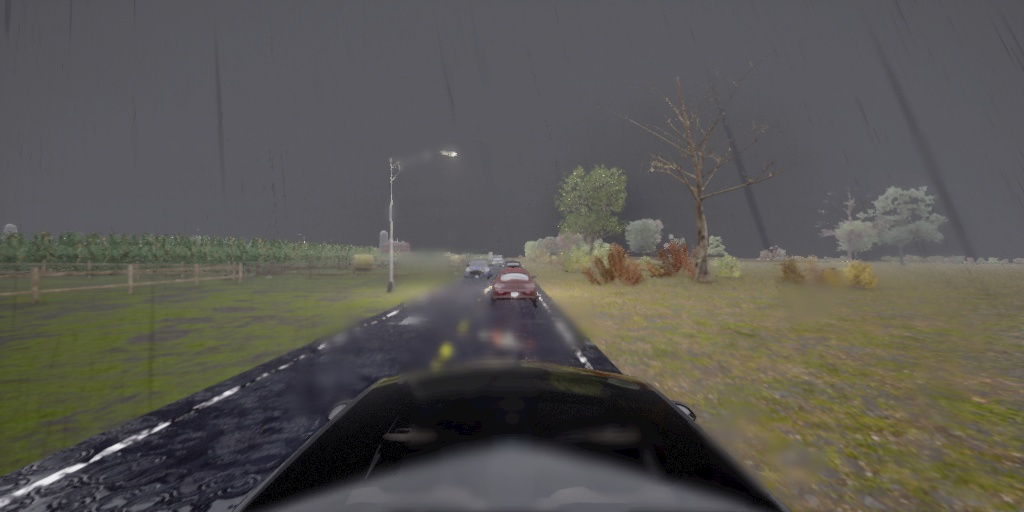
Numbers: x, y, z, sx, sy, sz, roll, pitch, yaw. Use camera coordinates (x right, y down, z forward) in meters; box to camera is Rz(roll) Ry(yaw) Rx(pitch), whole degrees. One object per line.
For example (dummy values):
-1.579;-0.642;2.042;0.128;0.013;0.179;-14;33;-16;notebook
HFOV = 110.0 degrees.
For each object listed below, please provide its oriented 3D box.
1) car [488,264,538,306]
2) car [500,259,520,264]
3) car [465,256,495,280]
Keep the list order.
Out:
0.102;1.271;15.678;1.812;1.442;4.674;0;0;0;car
0.105;1.255;33.954;1.837;1.490;4.892;0;0;0;car
-2.840;1.100;31.343;2.097;1.767;4.553;0;0;0;car
